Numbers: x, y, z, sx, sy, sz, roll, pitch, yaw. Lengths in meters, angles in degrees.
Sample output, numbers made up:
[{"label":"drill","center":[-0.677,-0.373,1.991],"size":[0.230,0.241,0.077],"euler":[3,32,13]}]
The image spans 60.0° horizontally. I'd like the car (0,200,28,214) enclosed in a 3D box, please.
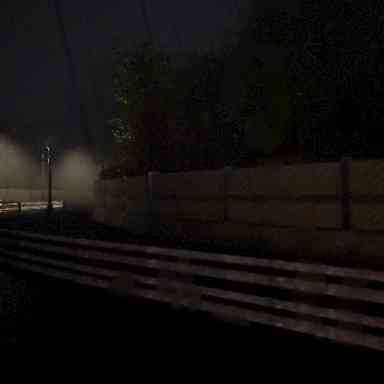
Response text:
[{"label":"car","center":[-22.191,1.714,40.843],"size":[2.097,1.767,4.553],"euler":[0,0,4]}]
